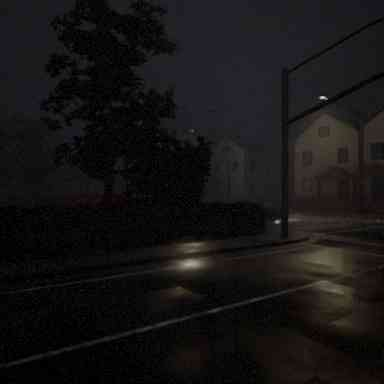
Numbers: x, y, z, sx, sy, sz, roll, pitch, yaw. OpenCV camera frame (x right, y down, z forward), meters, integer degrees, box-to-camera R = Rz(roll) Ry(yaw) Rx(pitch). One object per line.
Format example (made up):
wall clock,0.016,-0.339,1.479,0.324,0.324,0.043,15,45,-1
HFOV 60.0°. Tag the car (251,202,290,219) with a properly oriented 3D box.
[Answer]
car,6.218,1.629,30.281,2.033,1.411,5.357,0,0,-35

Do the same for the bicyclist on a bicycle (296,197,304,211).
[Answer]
bicyclist on a bicycle,12.940,1.424,39.806,1.656,1.620,0.582,0,0,-35
